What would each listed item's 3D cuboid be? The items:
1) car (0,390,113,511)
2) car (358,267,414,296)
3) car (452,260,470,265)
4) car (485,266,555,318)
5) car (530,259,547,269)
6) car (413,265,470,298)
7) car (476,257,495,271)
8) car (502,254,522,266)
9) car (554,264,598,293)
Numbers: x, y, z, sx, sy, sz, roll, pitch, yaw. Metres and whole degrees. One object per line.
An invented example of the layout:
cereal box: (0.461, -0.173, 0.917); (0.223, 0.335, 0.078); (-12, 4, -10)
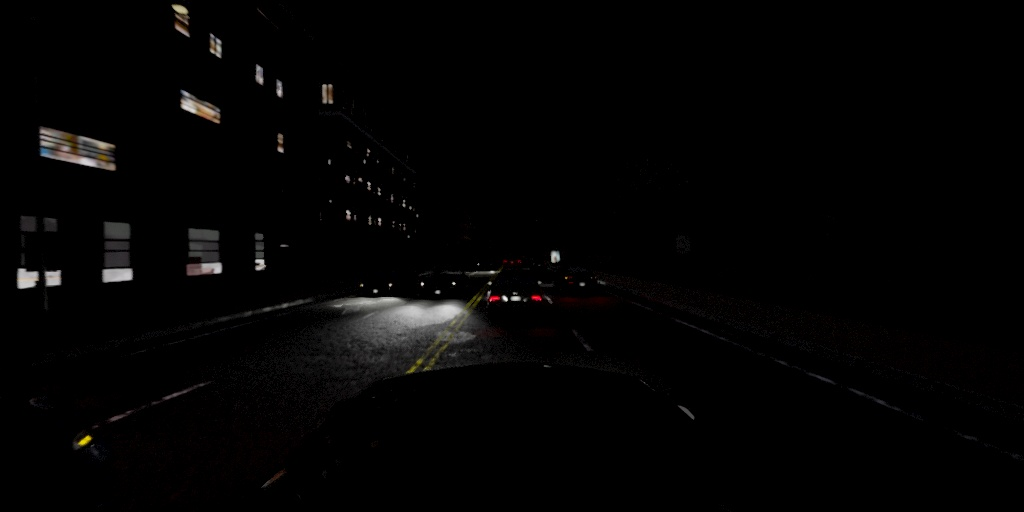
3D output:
car: (-3.360, 1.282, 0.244); (1.812, 1.442, 4.674); (0, 1, 0)
car: (-6.598, 1.309, 19.965); (2.033, 1.411, 5.357); (-1, 0, 0)
car: (-6.490, 1.182, 46.138); (2.033, 1.411, 5.357); (-1, 0, 0)
car: (0.102, 1.255, 12.761); (2.033, 1.411, 5.357); (-1, 0, 0)
car: (3.287, 1.073, 44.781); (1.994, 1.385, 4.181); (-1, 0, 1)
car: (-3.349, 1.326, 18.419); (1.895, 1.301, 4.718); (-1, 0, 0)
car: (-3.260, 0.949, 44.607); (2.097, 1.767, 4.553); (-1, 0, 0)
car: (0.015, 0.785, 42.490); (2.150, 2.045, 5.566); (-1, 0, 0)
car: (3.352, 1.156, 19.400); (1.812, 1.442, 4.674); (-1, 0, 0)
